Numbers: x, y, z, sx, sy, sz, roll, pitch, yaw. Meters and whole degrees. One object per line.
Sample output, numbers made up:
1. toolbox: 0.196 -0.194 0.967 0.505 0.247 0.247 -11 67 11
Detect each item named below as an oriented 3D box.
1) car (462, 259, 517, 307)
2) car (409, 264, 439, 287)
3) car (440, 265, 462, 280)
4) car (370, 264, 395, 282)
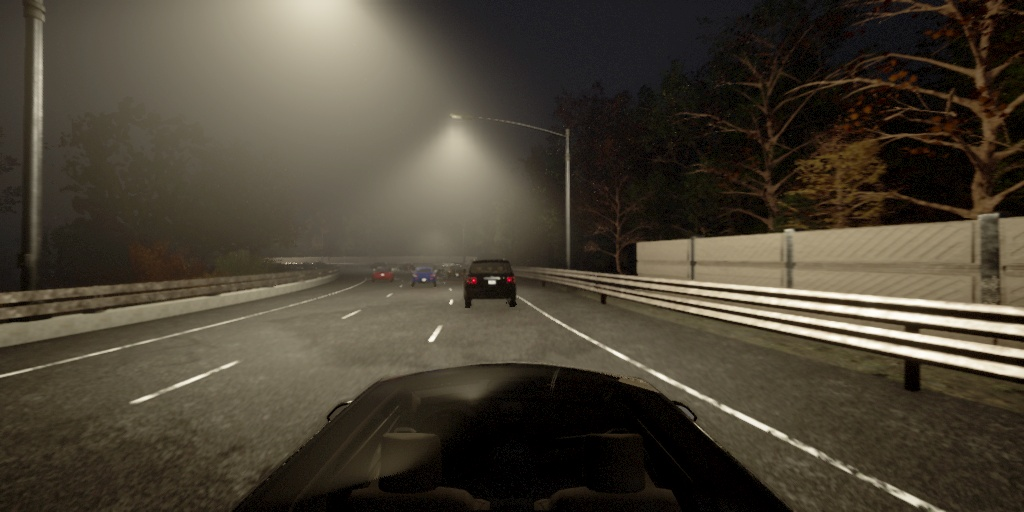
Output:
1. car: -1.132 1.143 16.682 2.150 2.045 5.566 0 0 -8
2. car: -6.944 1.600 28.361 1.812 1.442 4.674 0 -1 -14
3. car: -6.080 1.696 37.431 1.812 1.442 4.674 0 -1 -18
4. car: -12.566 1.736 35.072 1.994 1.385 4.181 0 -1 -18
